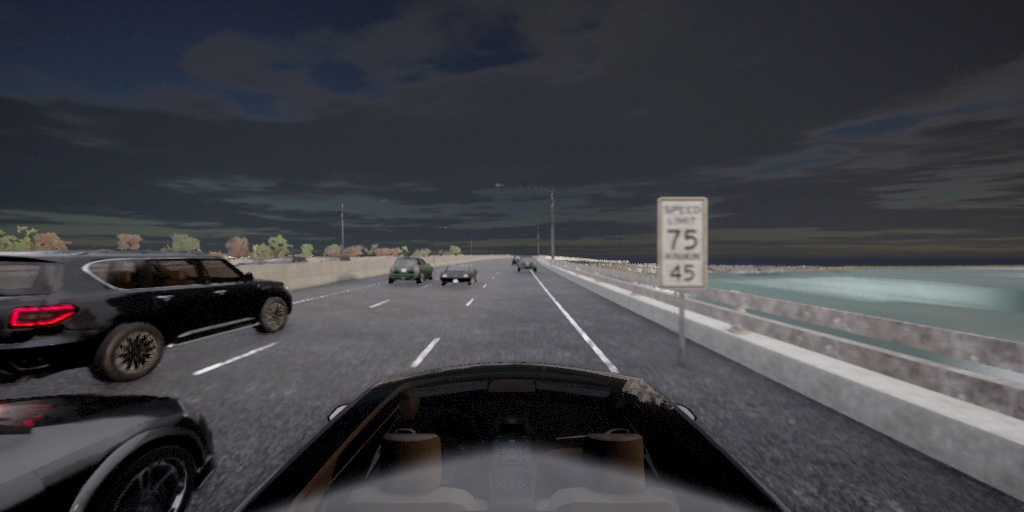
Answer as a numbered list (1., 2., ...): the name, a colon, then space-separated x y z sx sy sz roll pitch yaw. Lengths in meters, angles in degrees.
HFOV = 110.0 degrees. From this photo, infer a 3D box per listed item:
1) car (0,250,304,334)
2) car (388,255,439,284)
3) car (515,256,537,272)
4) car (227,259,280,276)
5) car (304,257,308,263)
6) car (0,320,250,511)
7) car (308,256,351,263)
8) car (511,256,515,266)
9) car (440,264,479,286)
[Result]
1. car: -6.888 0.918 7.113 2.150 2.045 5.566 0 1 0
2. car: -6.745 0.896 24.557 2.097 1.767 4.553 0 0 1
3. car: 1.628 0.777 39.270 2.097 1.767 4.553 0 0 1
4. car: -24.282 1.024 33.912 1.994 1.385 4.181 0 0 1
5. car: -20.796 0.817 33.304 2.097 1.767 4.553 0 0 1
6. car: -3.395 1.317 1.152 1.994 1.385 4.181 0 1 0
7. car: -17.266 0.806 34.864 2.097 1.767 4.553 0 0 1
8. car: 0.916 0.755 58.213 1.882 1.535 5.008 0 1 2
9. car: -3.265 1.158 23.115 1.895 1.301 4.718 0 0 1
